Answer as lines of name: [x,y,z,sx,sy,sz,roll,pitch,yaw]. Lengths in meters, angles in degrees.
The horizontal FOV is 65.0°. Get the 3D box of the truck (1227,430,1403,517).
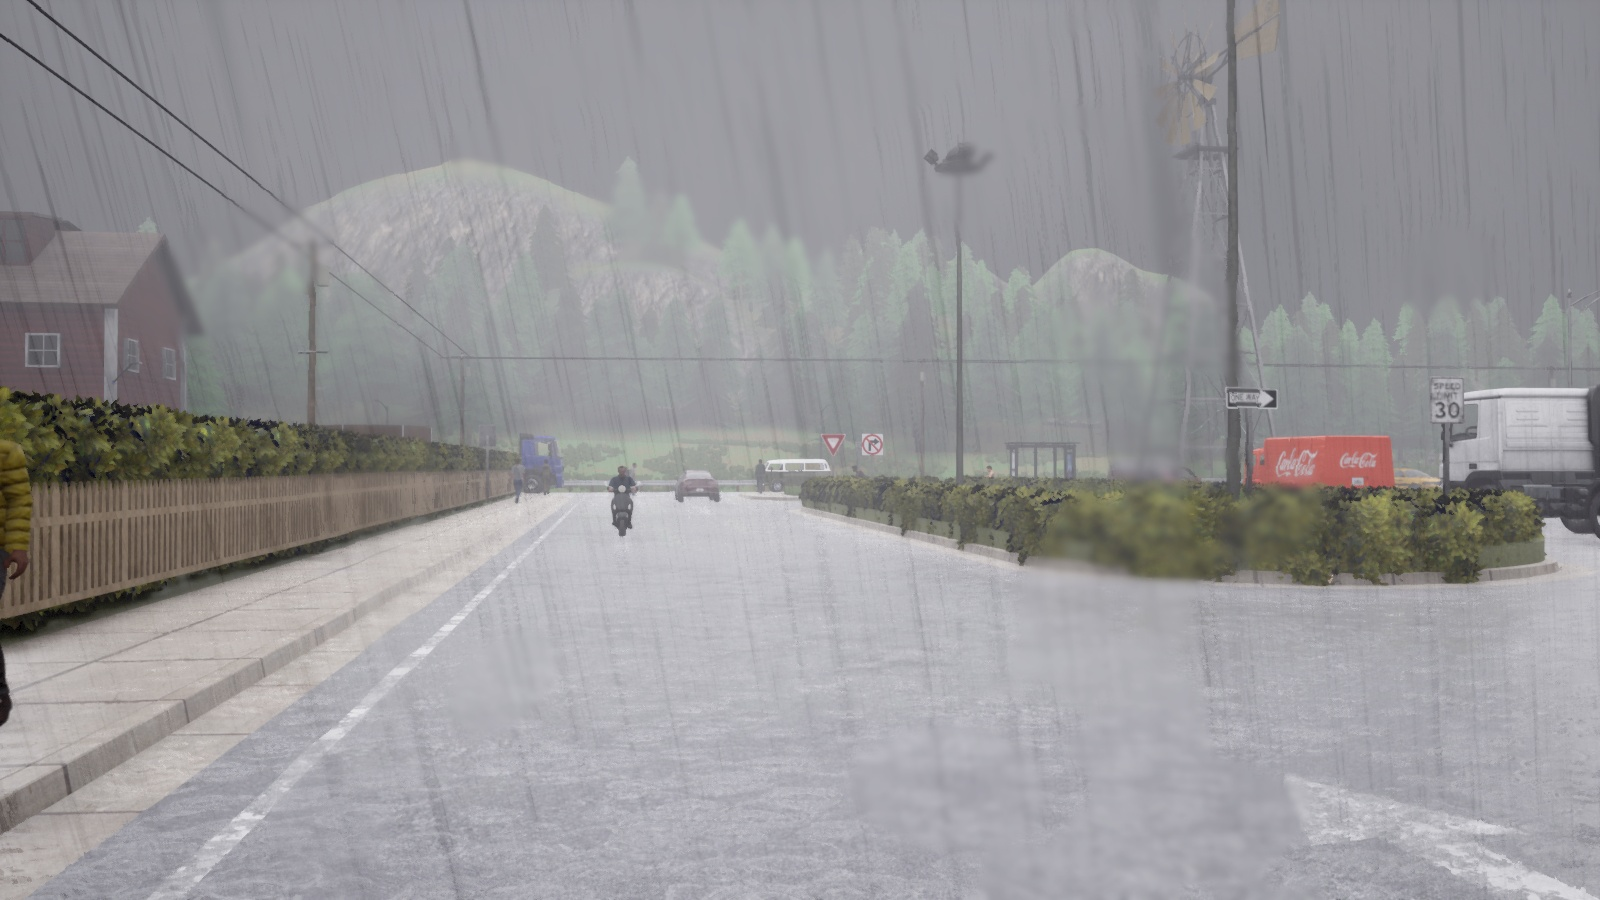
truck: [15.538,0.705,38.284,2.627,2.467,5.204,0,-1,-9]

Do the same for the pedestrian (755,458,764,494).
pedestrian: [-2.082,1.365,65.141,0.353,1.847,0.614,0,-1,-11]

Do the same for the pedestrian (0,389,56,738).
pedestrian: [-4.438,0.600,6.780,0.431,1.840,0.709,0,-1,-1]

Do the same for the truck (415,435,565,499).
truck: [-17.392,0.938,70.897,7.936,3.462,2.891,0,-1,-8]

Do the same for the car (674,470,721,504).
car: [-4.713,1.653,57.336,1.812,1.442,4.674,0,-1,-8]

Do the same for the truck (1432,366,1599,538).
truck: [17.349,0.044,26.815,2.891,3.462,7.936,0,-1,-7]

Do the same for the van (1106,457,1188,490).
van: [21.053,1.408,76.313,4.442,1.987,1.775,0,-1,-8]

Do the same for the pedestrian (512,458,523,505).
pedestrian: [-11.099,1.231,49.365,0.354,1.836,0.706,0,-1,-6]

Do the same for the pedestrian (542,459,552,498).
pedestrian: [-12.749,1.432,63.271,0.396,1.930,0.692,0,-1,-2]

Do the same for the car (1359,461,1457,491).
car: [33.360,1.393,69.050,1.801,1.575,5.366,0,-1,-14]

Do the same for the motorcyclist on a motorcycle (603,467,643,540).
motorcyclist on a motorcycle: [-4.033,1.187,28.530,0.866,1.590,1.817,0,-1,-8]

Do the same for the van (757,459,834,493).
van: [-0.302,1.575,76.834,4.480,2.038,2.069,0,-1,-8]

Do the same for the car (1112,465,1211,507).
car: [13.666,1.352,47.684,1.845,1.501,3.633,0,-1,-19]
